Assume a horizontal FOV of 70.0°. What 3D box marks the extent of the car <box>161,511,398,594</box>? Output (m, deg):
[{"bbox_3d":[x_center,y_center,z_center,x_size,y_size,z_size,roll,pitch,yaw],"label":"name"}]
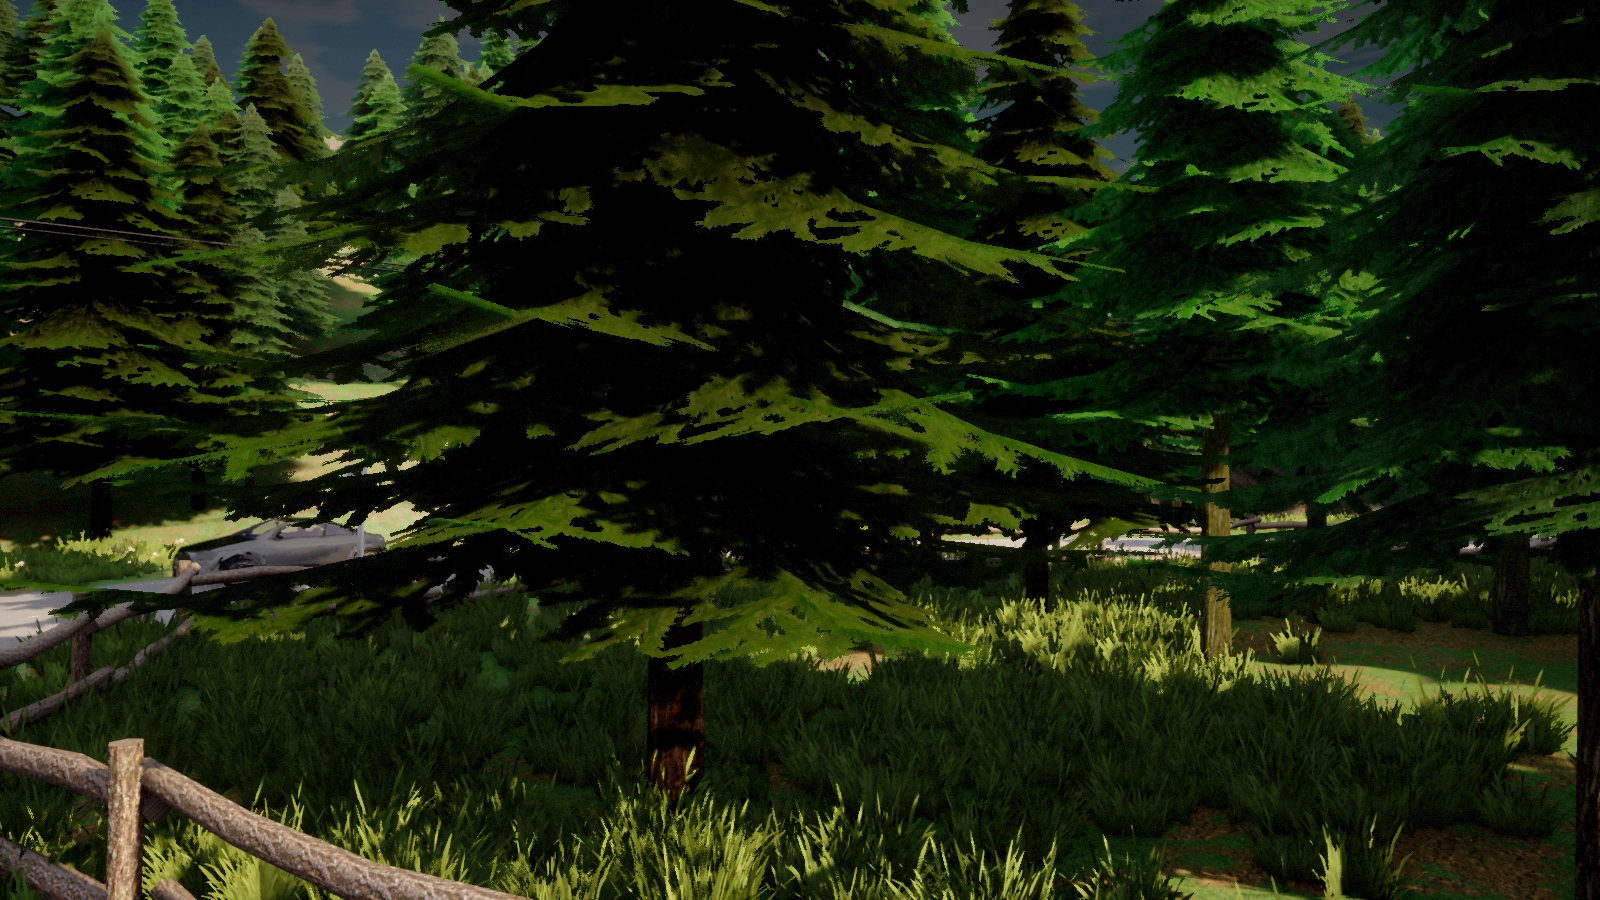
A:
[{"bbox_3d":[-11.065,2.119,24.469,1.994,1.385,4.181,0,0,45],"label":"car"}]
